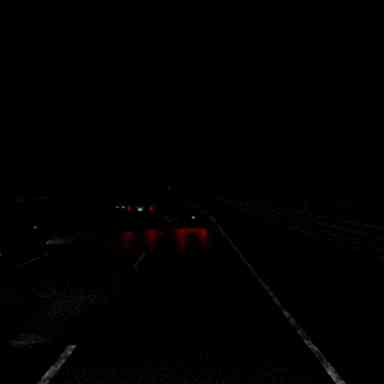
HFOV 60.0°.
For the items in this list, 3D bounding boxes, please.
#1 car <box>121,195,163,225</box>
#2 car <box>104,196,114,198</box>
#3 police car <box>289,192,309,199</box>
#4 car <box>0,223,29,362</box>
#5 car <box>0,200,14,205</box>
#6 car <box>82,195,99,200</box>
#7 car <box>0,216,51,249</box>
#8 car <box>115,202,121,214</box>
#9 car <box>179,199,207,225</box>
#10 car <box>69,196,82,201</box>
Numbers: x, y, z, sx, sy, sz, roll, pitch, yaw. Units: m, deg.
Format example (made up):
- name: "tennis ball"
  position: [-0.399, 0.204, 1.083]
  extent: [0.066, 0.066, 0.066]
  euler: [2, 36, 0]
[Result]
- name: "car"
  position: [-3.411, 1.240, 24.493]
  extent: [2.150, 2.045, 5.566]
  euler: [0, 0, 0]
- name: "car"
  position: [-17.500, 1.526, 70.538]
  extent: [2.128, 1.511, 4.902]
  euler: [0, 0, 0]
- name: "police car"
  position: [20.778, 0.727, 65.029]
  extent: [1.930, 1.638, 5.238]
  euler: [0, -3, -16]
- name: "car"
  position: [-3.405, 1.355, 2.469]
  extent: [2.097, 1.767, 4.553]
  euler: [0, 0, 0]
- name: "car"
  position: [-17.597, 1.527, 29.763]
  extent: [1.837, 1.490, 4.892]
  euler: [0, 0, 0]
- name: "car"
  position: [-21.000, 1.501, 70.538]
  extent: [1.837, 1.490, 4.892]
  euler: [0, 0, 0]
- name: "car"
  position: [-6.898, 1.559, 11.621]
  extent: [2.033, 1.411, 5.357]
  euler: [0, 0, 0]
- name: "car"
  position: [-6.899, 1.569, 35.872]
  extent: [2.033, 1.411, 5.357]
  euler: [0, 0, 0]
- name: "car"
  position: [0.100, 1.495, 24.165]
  extent: [1.882, 1.535, 5.008]
  euler: [0, 0, 0]
- name: "car"
  position: [-24.500, 1.526, 70.538]
  extent: [1.812, 1.442, 4.674]
  euler: [0, 0, 0]
